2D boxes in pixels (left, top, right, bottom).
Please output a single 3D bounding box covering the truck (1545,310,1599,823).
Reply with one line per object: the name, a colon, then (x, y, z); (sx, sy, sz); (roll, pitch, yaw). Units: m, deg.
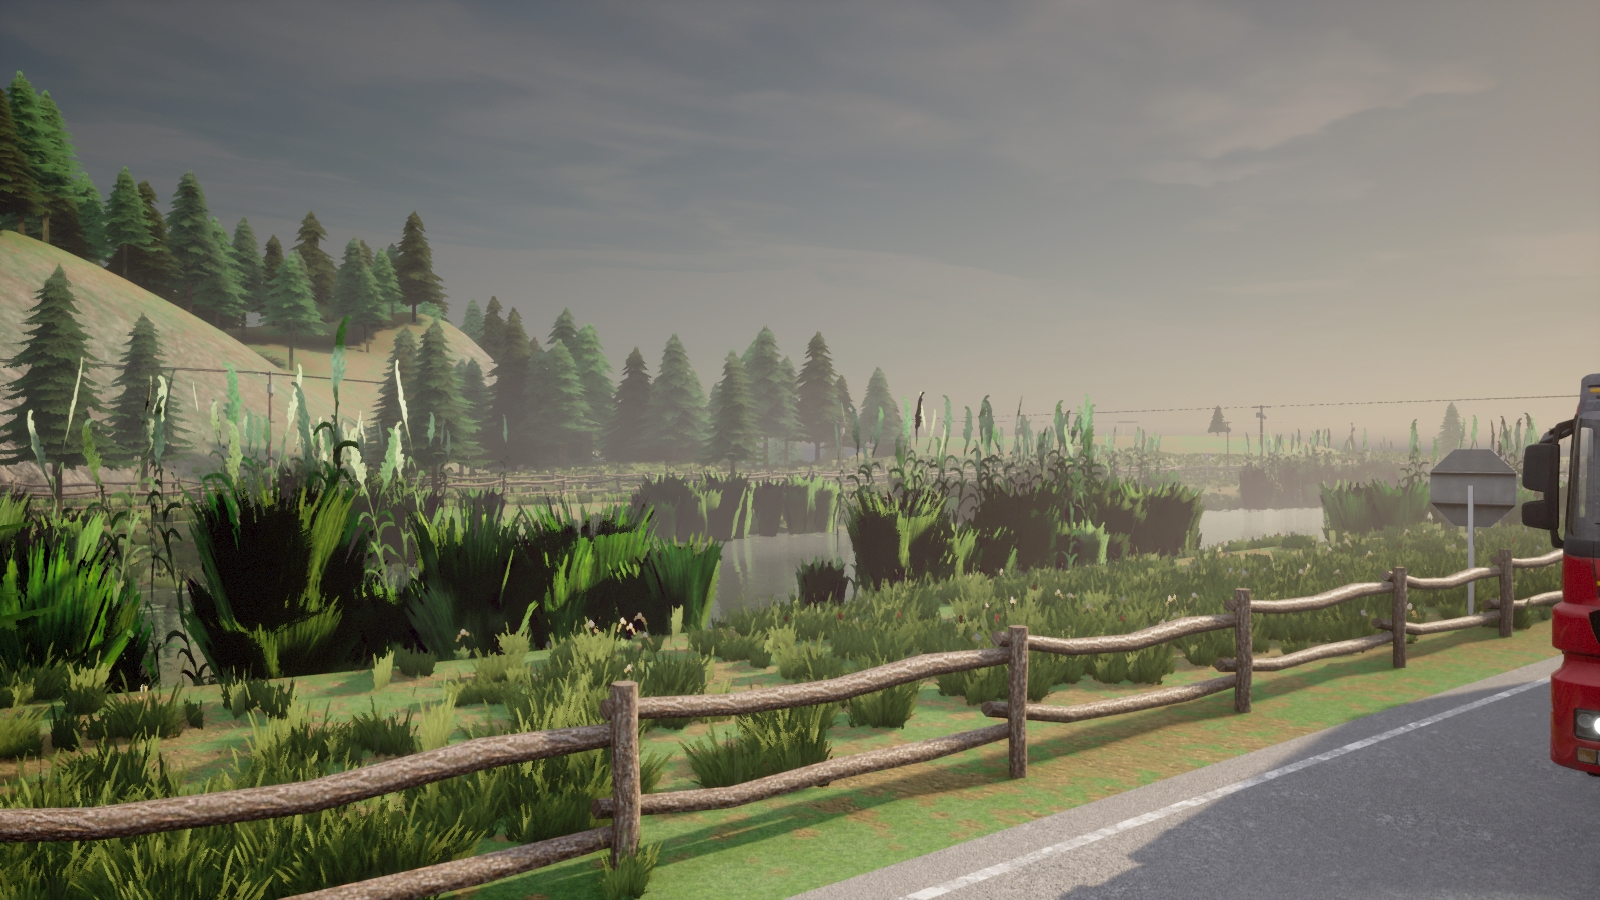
truck: (9.575, 0.862, 10.971); (2.891, 3.827, 8.468); (0, 0, 41)
